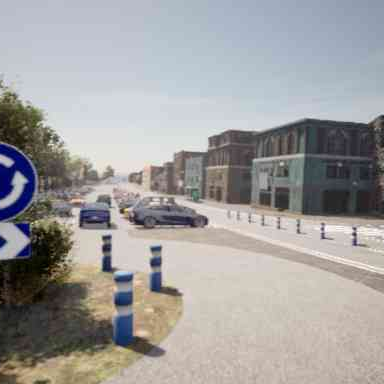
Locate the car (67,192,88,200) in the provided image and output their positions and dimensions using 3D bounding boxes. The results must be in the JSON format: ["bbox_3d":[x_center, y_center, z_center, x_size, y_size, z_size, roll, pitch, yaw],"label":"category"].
[{"bbox_3d":[-16.901,1.350,49.918,2.097,1.767,4.553,1,0,-13],"label":"car"}]

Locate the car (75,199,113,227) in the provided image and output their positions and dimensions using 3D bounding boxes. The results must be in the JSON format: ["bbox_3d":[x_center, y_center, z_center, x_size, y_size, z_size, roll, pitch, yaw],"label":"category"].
[{"bbox_3d":[-6.264,1.408,21.829,1.882,1.535,5.008,1,-2,-14],"label":"car"}]

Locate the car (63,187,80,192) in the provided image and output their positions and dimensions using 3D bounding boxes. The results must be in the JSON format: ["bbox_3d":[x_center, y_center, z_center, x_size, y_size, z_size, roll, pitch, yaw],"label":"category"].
[{"bbox_3d":[-26.719,0.635,68.906,5.566,2.045,2.435,1,1,-14],"label":"car"}]

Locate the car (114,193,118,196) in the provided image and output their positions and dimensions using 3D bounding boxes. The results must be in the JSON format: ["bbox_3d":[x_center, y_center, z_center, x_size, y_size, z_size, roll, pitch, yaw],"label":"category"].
[{"bbox_3d":[-11.394,1.501,61.281,5.008,1.535,2.097,1,1,-14],"label":"car"}]

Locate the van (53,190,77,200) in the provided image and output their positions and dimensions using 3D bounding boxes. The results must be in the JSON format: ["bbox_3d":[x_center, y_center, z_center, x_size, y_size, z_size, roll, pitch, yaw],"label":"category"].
[{"bbox_3d":[-27.303,0.583,71.631,4.442,1.987,1.878,1,1,-14],"label":"van"}]

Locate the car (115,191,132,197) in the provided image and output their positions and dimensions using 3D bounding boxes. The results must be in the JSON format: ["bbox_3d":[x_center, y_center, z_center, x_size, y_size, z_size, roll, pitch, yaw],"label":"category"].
[{"bbox_3d":[-18.750,0.672,90.996,4.674,1.452,2.002,1,1,-14],"label":"car"}]

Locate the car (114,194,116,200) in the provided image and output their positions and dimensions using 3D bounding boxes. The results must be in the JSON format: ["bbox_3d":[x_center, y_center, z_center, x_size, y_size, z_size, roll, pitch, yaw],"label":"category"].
[{"bbox_3d":[-10.723,1.560,58.574,5.008,1.535,2.097,1,1,-14],"label":"car"}]

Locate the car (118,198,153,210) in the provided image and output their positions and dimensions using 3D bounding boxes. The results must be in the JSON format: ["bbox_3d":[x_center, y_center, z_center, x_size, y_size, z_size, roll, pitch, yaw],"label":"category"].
[{"bbox_3d":[-8.079,1.744,47.749,4.792,1.488,2.163,1,0,-14],"label":"car"}]

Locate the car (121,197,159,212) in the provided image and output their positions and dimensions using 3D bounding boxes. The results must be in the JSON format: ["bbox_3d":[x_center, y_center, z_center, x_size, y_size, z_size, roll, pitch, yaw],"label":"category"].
[{"bbox_3d":[-6.676,1.616,42.352,4.553,1.767,2.185,1,0,-14],"label":"car"}]

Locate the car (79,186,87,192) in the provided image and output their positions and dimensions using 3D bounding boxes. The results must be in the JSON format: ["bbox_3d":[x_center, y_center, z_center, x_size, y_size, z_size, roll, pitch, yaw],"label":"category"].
[{"bbox_3d":[-31.396,0.069,87.824,5.566,2.045,2.435,1,1,-14],"label":"car"}]

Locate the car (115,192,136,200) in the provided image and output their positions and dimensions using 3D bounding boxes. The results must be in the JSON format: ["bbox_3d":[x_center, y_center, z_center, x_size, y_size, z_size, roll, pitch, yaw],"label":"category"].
[{"bbox_3d":[-16.081,0.958,80.190,4.892,1.521,2.231,1,1,-14],"label":"car"}]

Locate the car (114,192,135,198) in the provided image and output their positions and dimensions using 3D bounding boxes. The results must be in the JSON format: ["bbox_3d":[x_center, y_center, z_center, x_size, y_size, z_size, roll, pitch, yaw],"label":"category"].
[{"bbox_3d":[-17.415,0.794,85.592,5.008,1.535,2.097,1,1,-14],"label":"car"}]

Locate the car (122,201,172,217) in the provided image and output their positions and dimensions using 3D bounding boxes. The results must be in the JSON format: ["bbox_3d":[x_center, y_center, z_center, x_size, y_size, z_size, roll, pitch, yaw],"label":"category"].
[{"bbox_3d":[-4.690,1.712,34.231,4.892,1.521,2.231,1,-1,-14],"label":"car"}]

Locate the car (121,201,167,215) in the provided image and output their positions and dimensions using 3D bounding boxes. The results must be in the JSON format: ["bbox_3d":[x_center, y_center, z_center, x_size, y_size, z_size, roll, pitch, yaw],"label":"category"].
[{"bbox_3d":[-5.338,1.763,36.933,4.792,1.488,2.163,1,0,-14],"label":"car"}]

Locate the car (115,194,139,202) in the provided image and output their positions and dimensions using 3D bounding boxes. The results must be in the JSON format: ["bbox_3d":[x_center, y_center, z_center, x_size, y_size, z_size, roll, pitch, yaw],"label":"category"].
[{"bbox_3d":[-14.066,1.197,72.091,5.008,1.535,2.097,1,1,-14],"label":"car"}]

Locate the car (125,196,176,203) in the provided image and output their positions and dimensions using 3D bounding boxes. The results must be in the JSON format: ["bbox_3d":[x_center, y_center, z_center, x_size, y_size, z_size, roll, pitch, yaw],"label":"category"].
[{"bbox_3d":[-2.709,1.461,26.109,4.553,1.767,2.185,1,-1,-14],"label":"car"}]

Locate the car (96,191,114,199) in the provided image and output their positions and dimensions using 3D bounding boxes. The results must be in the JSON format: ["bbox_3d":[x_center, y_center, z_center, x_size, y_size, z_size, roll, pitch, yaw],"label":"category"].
[{"bbox_3d":[-13.304,1.312,50.527,2.150,2.045,5.566,1,1,-14],"label":"car"}]

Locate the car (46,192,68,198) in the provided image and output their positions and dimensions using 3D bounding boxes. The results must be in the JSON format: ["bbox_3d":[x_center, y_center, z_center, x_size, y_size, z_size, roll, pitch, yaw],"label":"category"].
[{"bbox_3d":[-22.715,1.301,52.552,5.008,1.535,2.097,1,1,-14],"label":"car"}]

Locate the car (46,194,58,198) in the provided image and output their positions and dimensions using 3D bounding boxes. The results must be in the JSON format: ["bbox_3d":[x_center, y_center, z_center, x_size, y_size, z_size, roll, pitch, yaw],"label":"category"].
[{"bbox_3d":[-20.054,1.421,41.855,4.892,1.521,2.231,1,0,-14],"label":"car"}]

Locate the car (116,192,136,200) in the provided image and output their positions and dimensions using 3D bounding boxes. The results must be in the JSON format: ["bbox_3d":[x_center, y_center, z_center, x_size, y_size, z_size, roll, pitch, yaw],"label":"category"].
[{"bbox_3d":[-15.343,0.916,77.374,4.553,1.767,2.185,1,1,-14],"label":"car"}]

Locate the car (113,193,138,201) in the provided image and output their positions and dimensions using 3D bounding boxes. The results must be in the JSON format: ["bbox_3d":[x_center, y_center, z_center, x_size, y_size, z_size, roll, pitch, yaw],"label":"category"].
[{"bbox_3d":[-14.919,1.110,74.745,5.366,1.575,1.946,1,1,-14],"label":"car"}]

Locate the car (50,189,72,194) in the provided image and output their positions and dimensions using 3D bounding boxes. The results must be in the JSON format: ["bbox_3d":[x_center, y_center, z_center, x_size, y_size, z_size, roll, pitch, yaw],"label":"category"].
[{"bbox_3d":[-23.400,0.999,55.250,5.566,2.045,2.435,1,1,-14],"label":"car"}]

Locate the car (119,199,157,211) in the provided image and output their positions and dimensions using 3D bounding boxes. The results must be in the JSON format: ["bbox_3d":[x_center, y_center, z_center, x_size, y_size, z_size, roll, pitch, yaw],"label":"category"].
[{"bbox_3d":[-7.352,1.762,45.057,4.792,1.488,2.163,1,0,-14],"label":"car"}]

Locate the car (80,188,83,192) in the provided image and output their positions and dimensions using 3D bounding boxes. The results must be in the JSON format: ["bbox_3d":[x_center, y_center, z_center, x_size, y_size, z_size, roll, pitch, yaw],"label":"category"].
[{"bbox_3d":[-29.432,0.564,79.714,5.008,1.535,2.097,1,1,-14],"label":"car"}]

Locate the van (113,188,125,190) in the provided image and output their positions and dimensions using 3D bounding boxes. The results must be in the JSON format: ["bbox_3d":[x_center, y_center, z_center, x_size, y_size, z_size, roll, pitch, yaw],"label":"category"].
[{"bbox_3d":[-16.849,0.648,82.860,4.442,1.987,1.878,1,1,-14],"label":"van"}]

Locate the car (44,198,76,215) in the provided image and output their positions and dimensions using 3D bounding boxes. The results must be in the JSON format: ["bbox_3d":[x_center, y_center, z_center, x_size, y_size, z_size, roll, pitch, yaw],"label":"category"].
[{"bbox_3d":[-12.378,1.552,31.418,1.812,1.442,4.674,1,-1,-14],"label":"car"}]

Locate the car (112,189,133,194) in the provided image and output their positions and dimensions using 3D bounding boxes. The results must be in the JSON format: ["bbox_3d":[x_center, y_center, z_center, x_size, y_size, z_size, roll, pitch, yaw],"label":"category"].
[{"bbox_3d":[-13.424,1.026,69.376,5.566,2.045,2.435,1,1,-14],"label":"car"}]

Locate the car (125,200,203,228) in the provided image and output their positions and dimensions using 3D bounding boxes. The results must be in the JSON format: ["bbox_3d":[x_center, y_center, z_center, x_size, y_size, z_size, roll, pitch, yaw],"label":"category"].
[{"bbox_3d":[-2.038,1.558,23.403,4.792,1.488,2.163,1,-2,-14],"label":"car"}]

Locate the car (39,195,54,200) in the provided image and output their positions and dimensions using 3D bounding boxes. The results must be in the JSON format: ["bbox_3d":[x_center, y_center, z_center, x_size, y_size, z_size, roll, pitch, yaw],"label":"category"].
[{"bbox_3d":[-19.352,1.428,39.022,5.008,1.535,2.097,1,0,-14],"label":"car"}]

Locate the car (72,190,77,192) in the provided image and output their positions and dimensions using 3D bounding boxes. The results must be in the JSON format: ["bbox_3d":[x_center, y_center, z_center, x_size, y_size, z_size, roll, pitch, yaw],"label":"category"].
[{"bbox_3d":[-26.266,0.958,66.158,5.366,1.575,1.946,1,1,-14],"label":"car"}]

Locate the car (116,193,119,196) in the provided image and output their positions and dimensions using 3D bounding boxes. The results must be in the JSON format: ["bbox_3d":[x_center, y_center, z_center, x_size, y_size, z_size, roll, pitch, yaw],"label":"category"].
[{"bbox_3d":[-9.416,1.529,53.152,4.553,1.767,2.185,1,1,-14],"label":"car"}]

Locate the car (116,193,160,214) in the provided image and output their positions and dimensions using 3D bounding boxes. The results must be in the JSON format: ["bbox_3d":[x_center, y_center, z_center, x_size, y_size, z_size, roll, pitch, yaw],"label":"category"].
[{"bbox_3d":[-4.047,1.427,31.520,5.566,2.045,2.435,1,-1,-14],"label":"car"}]

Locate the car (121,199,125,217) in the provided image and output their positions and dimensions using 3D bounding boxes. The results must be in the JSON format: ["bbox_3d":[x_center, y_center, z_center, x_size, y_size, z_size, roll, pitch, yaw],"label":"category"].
[{"bbox_3d":[-3.346,1.638,28.812,5.008,1.535,2.097,1,-1,-14],"label":"car"}]

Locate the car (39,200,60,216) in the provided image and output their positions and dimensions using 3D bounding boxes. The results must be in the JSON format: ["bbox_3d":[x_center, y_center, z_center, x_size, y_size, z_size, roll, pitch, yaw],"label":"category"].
[{"bbox_3d":[-9.408,1.360,19.473,2.033,1.411,5.357,1,-2,-14],"label":"car"}]
